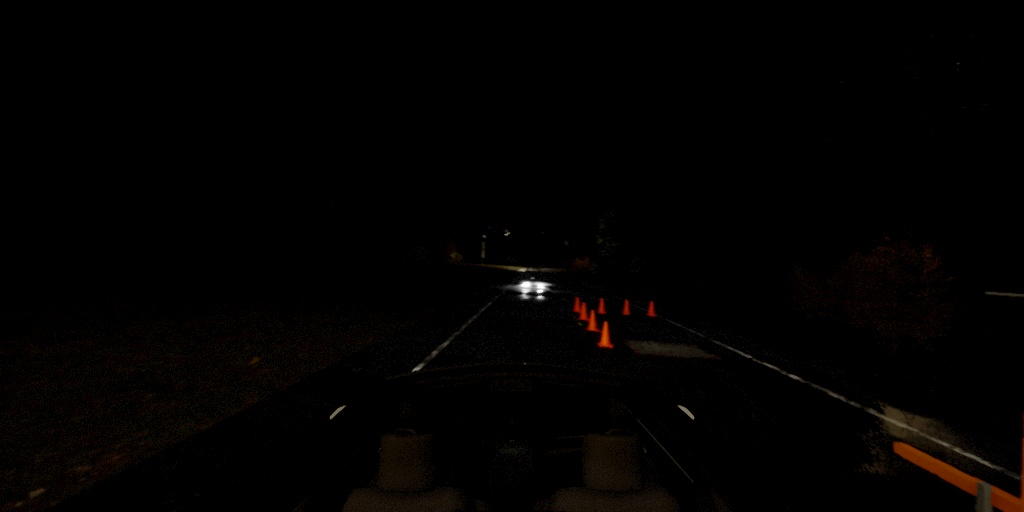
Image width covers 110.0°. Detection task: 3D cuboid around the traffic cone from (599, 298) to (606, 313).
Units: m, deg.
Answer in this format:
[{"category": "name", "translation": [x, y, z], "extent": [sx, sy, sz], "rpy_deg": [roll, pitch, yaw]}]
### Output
[{"category": "traffic cone", "translation": [3.676, 2.035, 14.733], "extent": [0.340, 0.580, 0.340], "rpy_deg": [0, 0, 4]}]

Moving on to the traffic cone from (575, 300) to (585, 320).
[{"category": "traffic cone", "translation": [2.547, 1.959, 12.804], "extent": [0.340, 0.580, 0.340], "rpy_deg": [0, 0, 4]}]

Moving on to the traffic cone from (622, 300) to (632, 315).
[{"category": "traffic cone", "translation": [4.673, 2.081, 14.666], "extent": [0.340, 0.580, 0.340], "rpy_deg": [0, 0, 4]}]

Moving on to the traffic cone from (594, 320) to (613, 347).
[{"category": "traffic cone", "translation": [2.282, 1.898, 8.814], "extent": [0.340, 0.580, 0.340], "rpy_deg": [0, 0, 4]}]

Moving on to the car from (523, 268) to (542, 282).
[{"category": "car", "translation": [2.163, 1.888, 36.902], "extent": [1.895, 1.301, 4.718], "rpy_deg": [3, -1, 4]}]

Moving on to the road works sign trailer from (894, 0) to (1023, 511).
[{"category": "road works sign trailer", "translation": [3.300, 0.370, 1.730], "extent": [2.380, 3.560, 2.880], "rpy_deg": [0, 0, 4]}]

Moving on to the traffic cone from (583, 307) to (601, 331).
[{"category": "traffic cone", "translation": [2.414, 1.928, 10.809], "extent": [0.340, 0.580, 0.340], "rpy_deg": [0, 0, 4]}]

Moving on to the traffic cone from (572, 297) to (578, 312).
[{"category": "traffic cone", "translation": [2.679, 1.989, 14.800], "extent": [0.340, 0.580, 0.340], "rpy_deg": [0, 0, 4]}]

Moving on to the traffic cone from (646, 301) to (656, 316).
[{"category": "traffic cone", "translation": [5.669, 2.127, 14.599], "extent": [0.340, 0.580, 0.340], "rpy_deg": [0, 0, 4]}]
